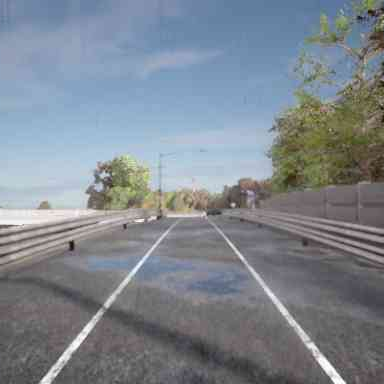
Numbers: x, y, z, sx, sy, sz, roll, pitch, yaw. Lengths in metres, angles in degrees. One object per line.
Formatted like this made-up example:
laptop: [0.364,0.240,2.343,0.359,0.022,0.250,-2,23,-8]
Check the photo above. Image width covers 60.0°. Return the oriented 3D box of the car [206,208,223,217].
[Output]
car: [5.456,4.833,79.000,2.150,2.045,5.566,-2,-4,31]

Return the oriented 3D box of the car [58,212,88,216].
car: [-17.901,3.430,51.783,5.357,1.411,2.033,3,-5,-42]
